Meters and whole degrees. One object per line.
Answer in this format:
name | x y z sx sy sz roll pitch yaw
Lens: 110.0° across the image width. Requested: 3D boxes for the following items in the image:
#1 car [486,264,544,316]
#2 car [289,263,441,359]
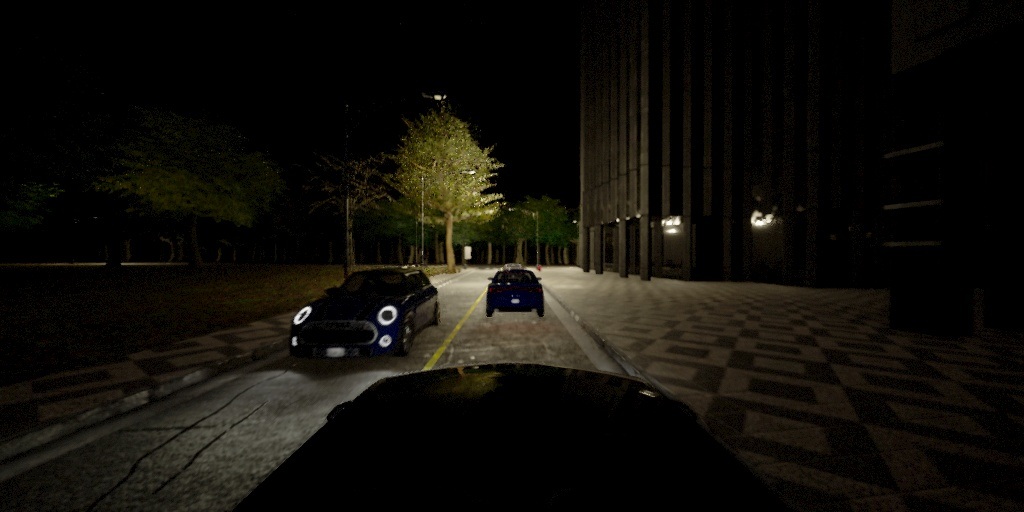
car | 0.103 1.213 13.360 1.882 1.535 5.008 0 0 0
car | -3.098 1.094 8.533 2.097 1.767 4.553 0 0 0
